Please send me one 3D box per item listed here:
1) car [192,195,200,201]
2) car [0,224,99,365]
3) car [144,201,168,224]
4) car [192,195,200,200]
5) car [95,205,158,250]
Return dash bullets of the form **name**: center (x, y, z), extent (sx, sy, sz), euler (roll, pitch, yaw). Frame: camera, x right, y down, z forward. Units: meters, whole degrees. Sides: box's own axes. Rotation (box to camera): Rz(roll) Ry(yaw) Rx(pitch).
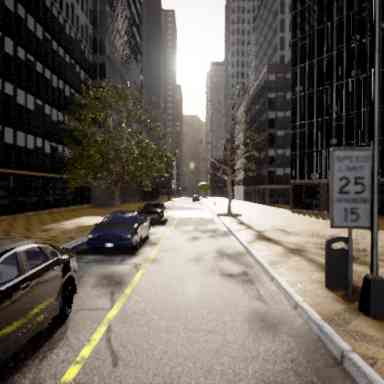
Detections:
- **car**: center (0.945, 1.622, 83.488), extent (1.994, 1.385, 4.181), euler (0, 0, 1)
- **car**: center (-3.078, 1.471, 4.441), extent (2.128, 1.511, 4.902), euler (0, 0, 1)
- **car**: center (-2.826, 1.487, 24.934), extent (1.837, 1.490, 4.892), euler (0, 0, 1)
- **car**: center (1.063, 1.518, 93.517), extent (2.128, 1.511, 4.902), euler (0, 0, 1)
- **car**: center (-2.959, 1.527, 14.638), extent (2.033, 1.411, 5.357), euler (0, 0, 1)
